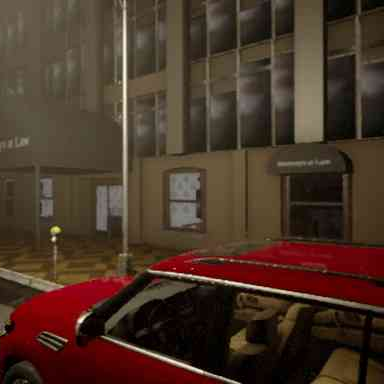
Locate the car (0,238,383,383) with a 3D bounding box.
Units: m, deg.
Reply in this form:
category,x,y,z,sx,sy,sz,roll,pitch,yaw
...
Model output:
category,x,y,z,sx,sy,sz,roll,pitch,yaw
car,0.509,1.308,2.523,5.009,1.841,2.192,1,0,36
